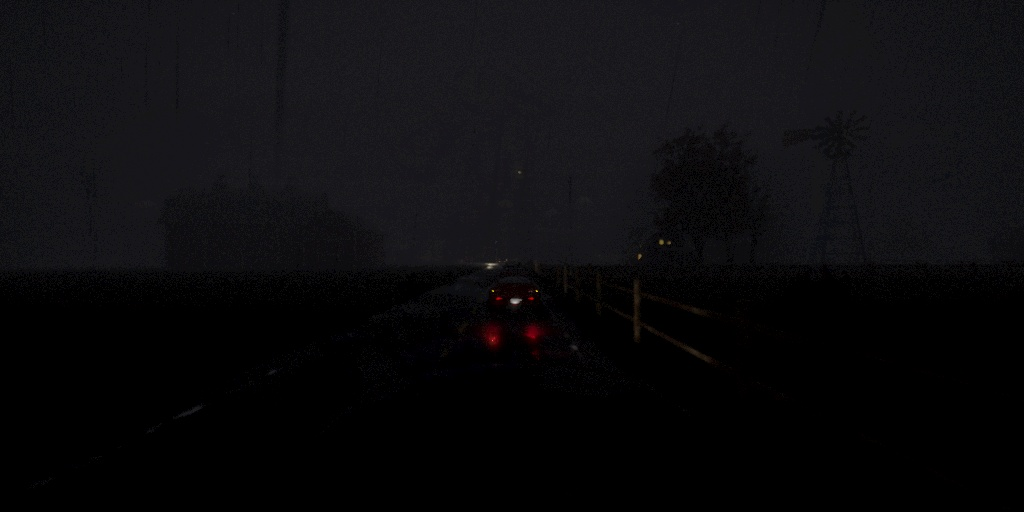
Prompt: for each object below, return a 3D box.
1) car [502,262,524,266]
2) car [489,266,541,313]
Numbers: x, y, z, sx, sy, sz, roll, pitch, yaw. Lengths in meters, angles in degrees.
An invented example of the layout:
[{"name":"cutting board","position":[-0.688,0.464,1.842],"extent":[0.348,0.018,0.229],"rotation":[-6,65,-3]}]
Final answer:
[{"name":"car","position":[0.096,1.248,32.212],"extent":[2.128,1.511,4.902],"rotation":[0,0,0]},{"name":"car","position":[0.100,1.277,13.867],"extent":[1.812,1.442,4.674],"rotation":[0,0,0]}]
